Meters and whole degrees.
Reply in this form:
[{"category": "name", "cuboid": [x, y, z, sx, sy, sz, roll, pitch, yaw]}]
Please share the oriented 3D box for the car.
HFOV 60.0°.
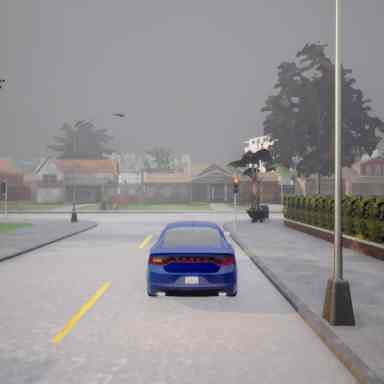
[{"category": "car", "cuboid": [0.014, 1.478, 8.624, 1.882, 1.535, 5.008, 0, 0, 0]}]
